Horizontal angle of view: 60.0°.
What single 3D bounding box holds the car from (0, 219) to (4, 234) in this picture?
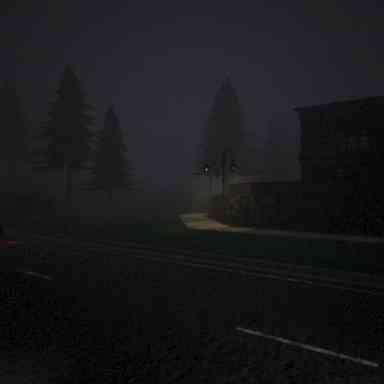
[{"bbox_3d":[-11.322,1.547,16.367,5.357,1.411,2.033,0,0,36],"label":"car"}]
